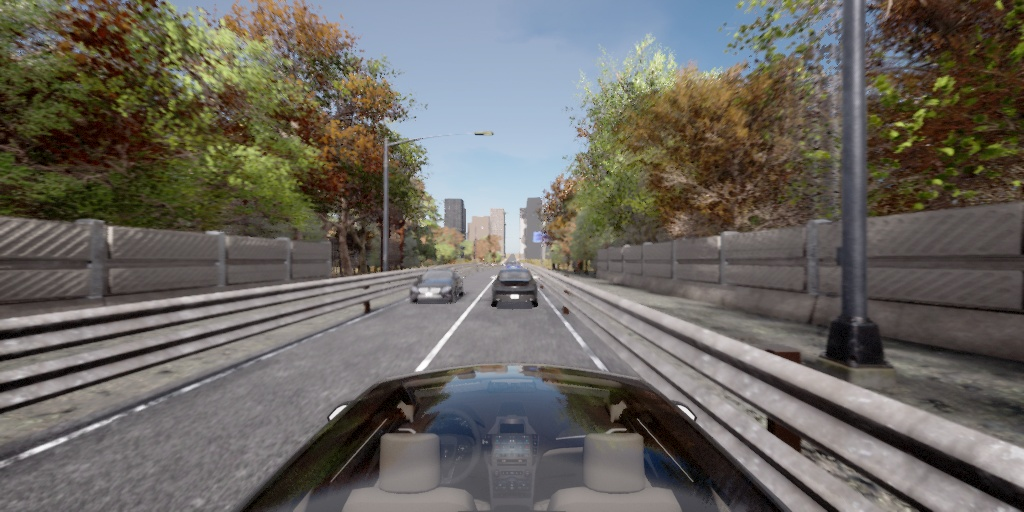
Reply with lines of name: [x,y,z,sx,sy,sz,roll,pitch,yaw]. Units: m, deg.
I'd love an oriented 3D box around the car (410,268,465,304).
car: [-3.338,1.304,16.773,1.812,1.442,4.674,0,0,0]

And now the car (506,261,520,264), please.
car: [0.120,1.296,38.880,2.097,1.767,4.553,0,-1,0]

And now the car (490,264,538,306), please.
car: [0.105,1.286,15.937,1.837,1.490,4.892,0,0,0]
